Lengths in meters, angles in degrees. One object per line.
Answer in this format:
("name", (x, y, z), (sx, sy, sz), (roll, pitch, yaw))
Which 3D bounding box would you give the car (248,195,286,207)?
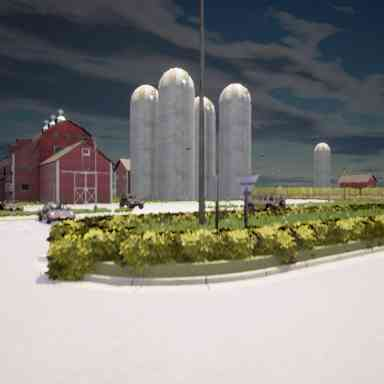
("car", (8.279, 1.256, 37.372), (1.932, 1.855, 4.605), (0, 0, -36))

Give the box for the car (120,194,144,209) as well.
("car", (-7.746, 1.255, 42.138), (1.905, 1.878, 3.866), (0, 0, -36))

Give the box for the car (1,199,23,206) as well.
("car", (-18.336, 1.445, 33.776), (1.816, 1.474, 4.193), (0, 0, -36))

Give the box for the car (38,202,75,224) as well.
("car", (-9.830, 1.462, 24.051), (1.784, 1.438, 3.905), (0, 0, -36))

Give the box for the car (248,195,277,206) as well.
("car", (11.867, 1.426, 56.325), (2.242, 1.667, 4.611), (0, 0, -36))
